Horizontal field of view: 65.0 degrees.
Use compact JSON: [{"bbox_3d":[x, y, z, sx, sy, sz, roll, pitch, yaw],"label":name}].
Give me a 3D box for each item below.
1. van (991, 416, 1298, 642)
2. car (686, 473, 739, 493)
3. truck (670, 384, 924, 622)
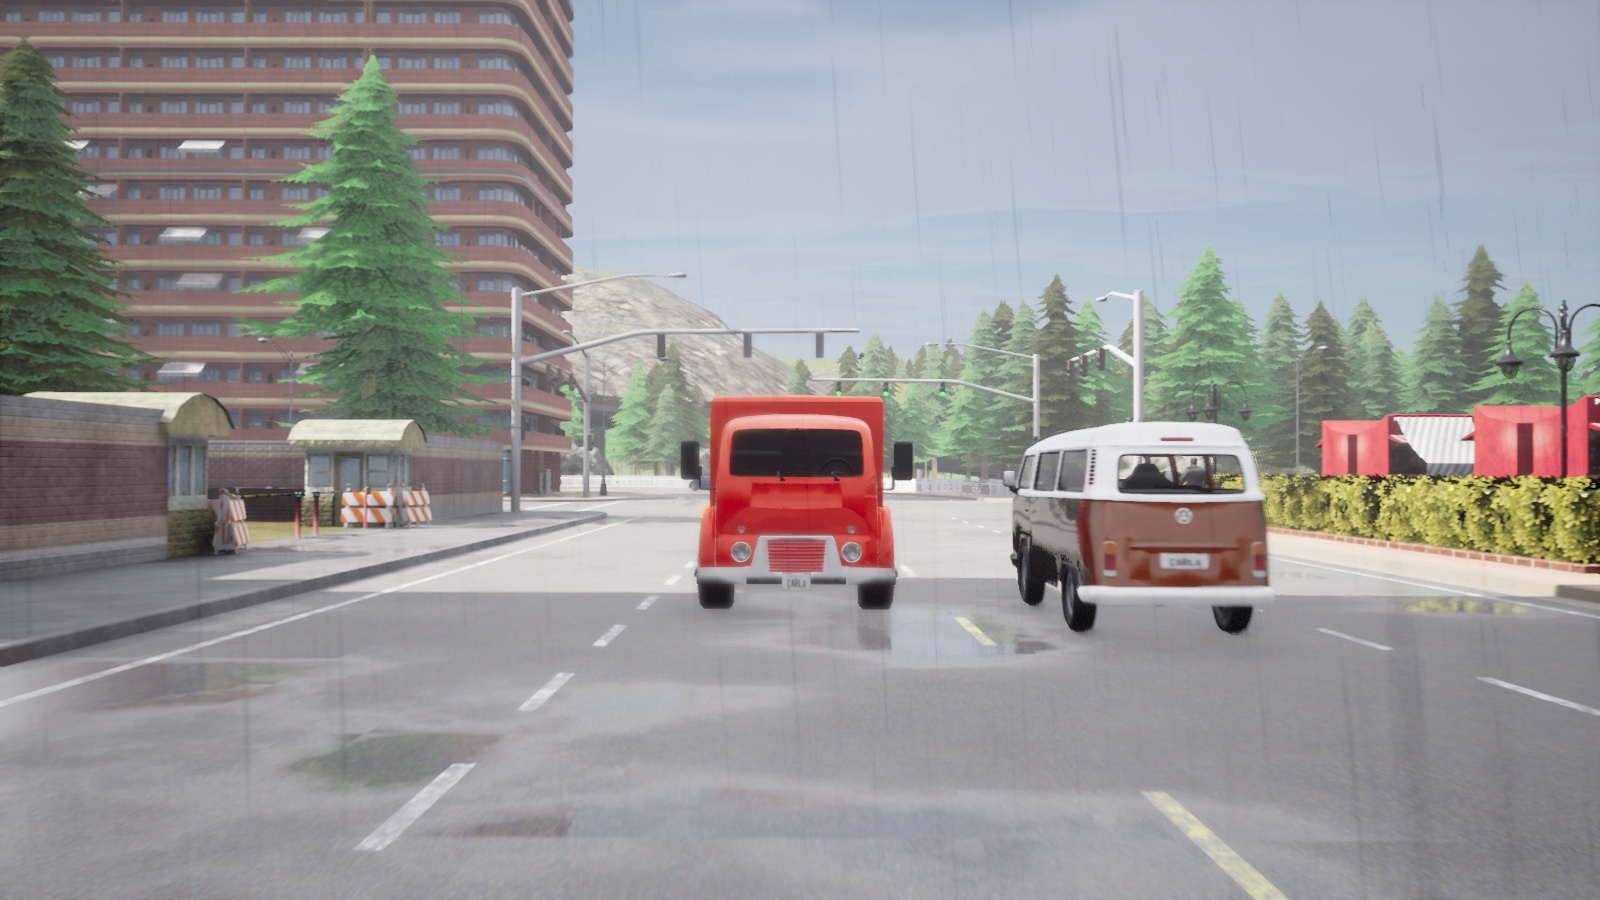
[{"bbox_3d":[3.465,0.752,13.625,2.069,2.038,4.480,0,-1,0],"label":"van"},{"bbox_3d":[-6.451,2.398,92.232,1.816,1.474,4.193,1,-1,-38],"label":"car"},{"bbox_3d":[-0.041,0.590,15.656,2.627,2.467,5.204,0,-1,0],"label":"truck"}]
